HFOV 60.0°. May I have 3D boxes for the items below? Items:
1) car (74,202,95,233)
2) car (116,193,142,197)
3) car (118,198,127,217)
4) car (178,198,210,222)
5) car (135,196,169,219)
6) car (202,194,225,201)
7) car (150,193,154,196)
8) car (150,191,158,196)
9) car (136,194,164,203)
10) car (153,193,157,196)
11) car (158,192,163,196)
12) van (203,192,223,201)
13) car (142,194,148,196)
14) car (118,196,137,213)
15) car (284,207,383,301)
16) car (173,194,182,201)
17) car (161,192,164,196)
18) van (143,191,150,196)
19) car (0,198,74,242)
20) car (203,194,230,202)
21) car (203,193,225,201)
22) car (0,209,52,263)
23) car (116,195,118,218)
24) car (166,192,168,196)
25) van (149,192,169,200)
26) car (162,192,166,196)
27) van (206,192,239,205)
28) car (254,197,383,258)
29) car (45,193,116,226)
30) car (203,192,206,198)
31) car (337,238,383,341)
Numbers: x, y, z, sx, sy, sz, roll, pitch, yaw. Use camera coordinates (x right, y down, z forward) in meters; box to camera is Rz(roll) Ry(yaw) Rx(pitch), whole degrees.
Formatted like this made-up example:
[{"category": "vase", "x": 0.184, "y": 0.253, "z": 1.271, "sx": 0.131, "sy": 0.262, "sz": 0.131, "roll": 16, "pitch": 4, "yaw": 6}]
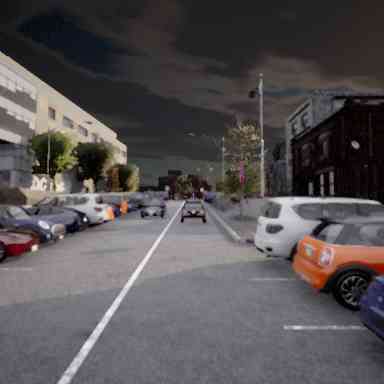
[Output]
[{"category": "car", "x": -7.682, "y": 1.429, "z": 16.661, "sx": 4.792, "sy": 1.488, "sz": 2.163, "roll": 0, "pitch": 0, "yaw": 0}, {"category": "car", "x": -7.686, "y": 1.195, "z": 33.421, "sx": 4.553, "sy": 1.767, "sz": 2.185, "roll": 0, "pitch": 0, "yaw": 0}, {"category": "car", "x": -7.683, "y": 1.390, "z": 25.040, "sx": 4.792, "sy": 1.488, "sz": 2.163, "roll": 0, "pitch": 0, "yaw": 0}, {"category": "car", "x": 0.095, "y": 1.427, "z": 25.276, "sx": 2.033, "sy": 1.411, "sz": 5.357, "roll": 0, "pitch": 0, "yaw": 0}, {"category": "car", "x": -3.103, "y": 1.359, "z": 27.719, "sx": 2.128, "sy": 1.511, "sz": 4.902, "roll": 0, "pitch": 0, "yaw": 0}, {"category": "car", "x": 4.673, "y": 1.138, "z": 72.795, "sx": 5.008, "sy": 1.535, "sz": 2.097, "roll": 0, "pitch": 0, "yaw": 0}, {"category": "car", "x": -7.663, "y": 1.282, "z": 41.803, "sx": 4.892, "sy": 1.521, "sz": 2.231, "roll": 0, "pitch": 0, "yaw": 0}, {"category": "car", "x": -7.626, "y": 1.128, "z": 47.388, "sx": 4.553, "sy": 1.767, "sz": 2.185, "roll": 0, "pitch": 0, "yaw": 0}, {"category": "car", "x": -7.690, "y": 1.217, "z": 61.359, "sx": 4.792, "sy": 1.488, "sz": 2.163, "roll": 0, "pitch": 0, "yaw": 0}, {"category": "car", "x": -7.652, "y": 1.268, "z": 44.597, "sx": 4.892, "sy": 1.521, "sz": 2.231, "roll": 0, "pitch": 0, "yaw": 0}, {"category": "car", "x": -7.844, "y": 1.224, "z": 52.978, "sx": 5.366, "sy": 1.575, "sz": 1.946, "roll": 0, "pitch": 0, "yaw": 0}, {"category": "van", "x": 4.784, "y": 0.923, "z": 75.571, "sx": 4.442, "sy": 1.987, "sz": 1.878, "roll": 0, "pitch": -1, "yaw": 0}, {"category": "car", "x": -7.651, "y": 1.307, "z": 36.091, "sx": 5.008, "sy": 1.535, "sz": 2.097, "roll": 0, "pitch": 0, "yaw": 0}, {"category": "car", "x": -7.653, "y": 1.374, "z": 30.629, "sx": 4.674, "sy": 1.452, "sz": 2.002, "roll": 0, "pitch": 0, "yaw": 0}, {"category": "car", "x": 4.647, "y": 1.320, "z": 7.212, "sx": 4.553, "sy": 1.767, "sz": 2.185, "roll": 0, "pitch": 0, "yaw": 0}, {"category": "car", "x": -3.012, "y": 1.172, "z": 68.959, "sx": 2.128, "sy": 1.511, "sz": 4.902, "roll": 0, "pitch": 0, "yaw": 0}, {"category": "car", "x": -7.688, "y": 1.244, "z": 55.771, "sx": 4.792, "sy": 1.488, "sz": 2.163, "roll": 0, "pitch": 0, "yaw": 0}, {"category": "van", "x": -7.540, "y": 1.068, "z": 39.009, "sx": 4.442, "sy": 1.987, "sz": 1.878, "roll": 0, "pitch": 0, "yaw": 0}, {"category": "car", "x": -7.684, "y": 1.288, "z": 13.867, "sx": 4.553, "sy": 1.767, "sz": 2.185, "roll": 0, "pitch": 0, "yaw": 0}, {"category": "car", "x": 4.854, "y": 1.158, "z": 67.087, "sx": 5.366, "sy": 1.575, "sz": 1.946, "roll": 0, "pitch": 0, "yaw": 0}, {"category": "car", "x": 4.637, "y": 1.021, "z": 70.005, "sx": 4.553, "sy": 1.767, "sz": 2.185, "roll": 0, "pitch": 0, "yaw": 0}, {"category": "car", "x": -7.622, "y": 1.456, "z": 11.072, "sx": 4.792, "sy": 1.488, "sz": 2.163, "roll": 0, "pitch": 0, "yaw": 0}, {"category": "car", "x": -7.623, "y": 1.248, "z": 22.248, "sx": 4.553, "sy": 1.767, "sz": 2.185, "roll": 0, "pitch": 0, "yaw": 0}, {"category": "car", "x": -7.692, "y": 1.175, "z": 75.306, "sx": 4.792, "sy": 1.488, "sz": 2.163, "roll": 0, "pitch": 0, "yaw": 0}, {"category": "van", "x": -7.780, "y": 0.949, "z": 78.095, "sx": 4.442, "sy": 1.987, "sz": 1.878, "roll": 0, "pitch": -1, "yaw": 0}, {"category": "car", "x": -7.846, "y": 1.198, "z": 58.565, "sx": 5.366, "sy": 1.575, "sz": 1.946, "roll": 0, "pitch": 0, "yaw": 0}, {"category": "van", "x": 4.788, "y": 1.014, "z": 50.465, "sx": 4.442, "sy": 1.987, "sz": 1.878, "roll": 0, "pitch": 0, "yaw": 0}, {"category": "car", "x": 4.706, "y": 1.181, "z": 10.025, "sx": 5.566, "sy": 2.045, "sz": 2.435, "roll": 0, "pitch": 0, "yaw": 0}, {"category": "car", "x": -7.681, "y": 1.135, "z": 19.452, "sx": 5.566, "sy": 2.045, "sz": 2.435, "roll": 0, "pitch": 0, "yaw": 0}, {"category": "car", "x": 4.699, "y": 0.975, "z": 53.256, "sx": 5.566, "sy": 2.045, "sz": 2.435, "roll": 0, "pitch": 0, "yaw": 0}, {"category": "car", "x": 4.676, "y": 1.499, "z": 4.275, "sx": 4.674, "sy": 1.452, "sz": 2.002, "roll": 0, "pitch": 0, "yaw": 0}]
